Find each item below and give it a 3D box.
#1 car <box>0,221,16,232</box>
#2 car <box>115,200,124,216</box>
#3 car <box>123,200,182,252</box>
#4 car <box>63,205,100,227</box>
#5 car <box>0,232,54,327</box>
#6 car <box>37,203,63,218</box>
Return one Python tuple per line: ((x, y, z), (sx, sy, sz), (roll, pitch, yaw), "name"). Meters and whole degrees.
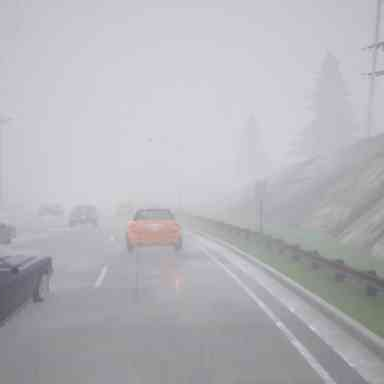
((-8.469, 1.621, 12.848), (2.033, 1.411, 5.357), (0, 0, -12), "car")
((-6.754, 1.568, 33.830), (1.882, 1.535, 5.008), (0, 0, -15), "car")
((-1.771, 1.383, 14.290), (2.097, 1.767, 4.553), (0, 0, -11), "car")
((-7.624, 1.630, 23.703), (2.033, 1.411, 5.357), (0, 0, -15), "car")
((-3.809, 1.633, 5.265), (1.895, 1.301, 4.718), (0, 0, -5), "car")
((-13.578, 1.734, 32.270), (1.895, 1.301, 4.718), (0, 0, -15), "car")
